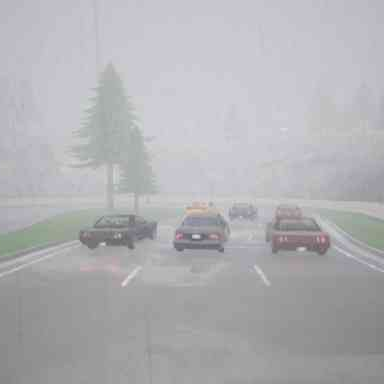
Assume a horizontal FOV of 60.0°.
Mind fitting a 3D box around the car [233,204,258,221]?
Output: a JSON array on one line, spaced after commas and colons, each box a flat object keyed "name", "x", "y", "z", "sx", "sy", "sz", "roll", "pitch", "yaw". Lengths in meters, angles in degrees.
[{"name": "car", "x": 4.350, "y": 1.614, "z": 27.635, "sx": 1.895, "sy": 1.301, "sz": 4.718, "roll": 0, "pitch": 0, "yaw": 16}]

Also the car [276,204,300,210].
[{"name": "car", "x": 7.708, "y": 1.614, "z": 26.649, "sx": 1.895, "sy": 1.301, "sz": 4.718, "roll": 0, "pitch": 0, "yaw": 16}]

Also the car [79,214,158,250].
[{"name": "car", "x": -2.909, "y": 1.613, "z": 14.377, "sx": 1.895, "sy": 1.301, "sz": 4.718, "roll": 0, "pitch": 0, "yaw": 9}]

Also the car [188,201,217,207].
[{"name": "car", "x": 0.983, "y": 1.482, "z": 28.593, "sx": 1.882, "sy": 1.535, "sz": 5.008, "roll": 0, "pitch": 0, "yaw": 16}]

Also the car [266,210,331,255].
[{"name": "car", "x": 4.003, "y": 1.613, "z": 13.272, "sx": 1.895, "sy": 1.301, "sz": 4.718, "roll": 0, "pitch": 0, "yaw": 9}]

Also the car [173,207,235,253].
[{"name": "car", "x": 0.542, "y": 1.560, "z": 13.795, "sx": 2.033, "sy": 1.411, "sz": 5.357, "roll": 0, "pitch": 0, "yaw": 9}]
